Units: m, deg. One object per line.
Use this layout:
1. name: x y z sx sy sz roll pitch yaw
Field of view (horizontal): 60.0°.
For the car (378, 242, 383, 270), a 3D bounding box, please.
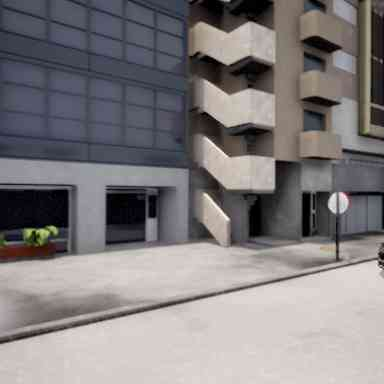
1. car: 7.389 1.578 9.828 4.902 1.511 2.128 1 0 -35
